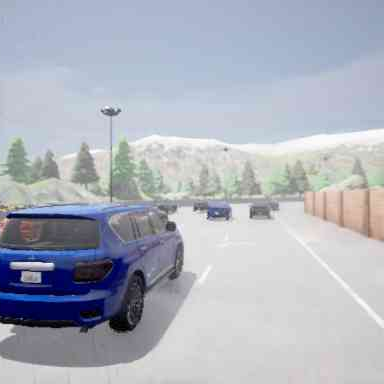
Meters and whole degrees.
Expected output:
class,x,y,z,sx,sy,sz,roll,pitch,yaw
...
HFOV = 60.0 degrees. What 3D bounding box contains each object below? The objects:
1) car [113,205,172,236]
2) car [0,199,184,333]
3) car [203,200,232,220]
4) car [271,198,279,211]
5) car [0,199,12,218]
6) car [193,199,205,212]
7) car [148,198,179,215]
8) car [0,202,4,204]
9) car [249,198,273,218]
class,x,y,z,sx,sy,sz,roll,pitch,yaw
car,-2.828,1.600,20.309,2.128,1.511,4.902,0,0,10
car,-1.701,1.263,7.163,2.150,2.045,5.566,0,0,10
car,2.513,1.613,29.872,1.882,1.535,5.008,0,0,11
car,10.113,1.526,43.429,2.097,1.767,4.553,0,0,22
car,-18.934,1.568,30.211,2.097,1.767,4.553,0,0,11
car,1.573,1.695,40.818,1.837,1.490,4.892,-1,-1,17
car,-3.088,1.544,36.983,2.097,1.767,4.553,0,0,14
car,-7.109,1.458,16.408,2.097,1.767,4.553,0,0,10
car,6.426,1.635,31.439,1.837,1.490,4.892,0,0,12
